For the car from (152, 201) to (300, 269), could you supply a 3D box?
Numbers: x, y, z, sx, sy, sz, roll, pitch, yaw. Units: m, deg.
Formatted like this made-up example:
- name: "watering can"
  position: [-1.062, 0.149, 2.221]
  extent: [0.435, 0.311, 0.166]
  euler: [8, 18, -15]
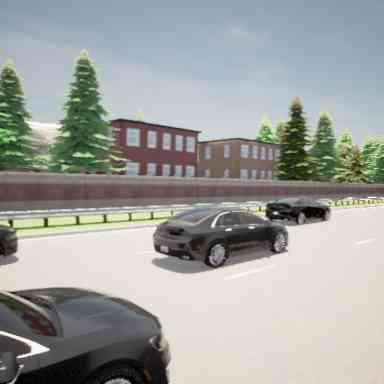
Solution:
- name: "car"
  position: [1.090, 1.202, 10.177]
  extent: [4.892, 1.490, 1.837]
  euler: [-1, 3, -42]

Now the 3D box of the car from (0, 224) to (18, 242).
- name: "car"
  position: [-6.819, 1.082, 7.732]
  extent: [5.008, 1.535, 1.882]
  euler: [0, 2, -42]

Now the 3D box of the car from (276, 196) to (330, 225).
- name: "car"
  position: [6.376, 0.993, 19.680]
  extent: [5.008, 1.535, 1.882]
  euler: [0, 2, -42]

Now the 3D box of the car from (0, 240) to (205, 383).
- name: "car"
  position: [-2.350, 1.368, 2.342]
  extent: [4.892, 1.490, 1.837]
  euler: [0, 2, -42]
